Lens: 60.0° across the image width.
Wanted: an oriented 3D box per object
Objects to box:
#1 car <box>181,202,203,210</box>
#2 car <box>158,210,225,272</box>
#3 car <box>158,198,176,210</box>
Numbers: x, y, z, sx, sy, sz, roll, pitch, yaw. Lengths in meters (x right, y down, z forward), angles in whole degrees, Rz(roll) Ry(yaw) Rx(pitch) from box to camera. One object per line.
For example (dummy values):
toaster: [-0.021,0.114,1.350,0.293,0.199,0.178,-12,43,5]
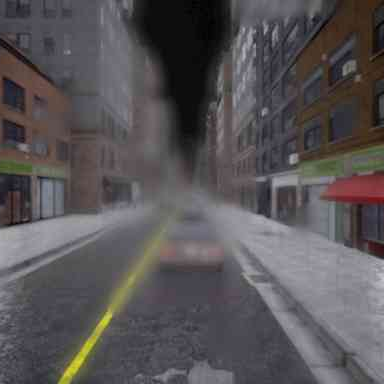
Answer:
car: [-0.002,1.546,28.113,1.994,1.385,4.181,0,0,0]
car: [0.002,1.536,10.692,2.033,1.411,5.357,0,0,0]
car: [-3.118,1.490,41.612,1.837,1.490,4.892,0,0,0]
